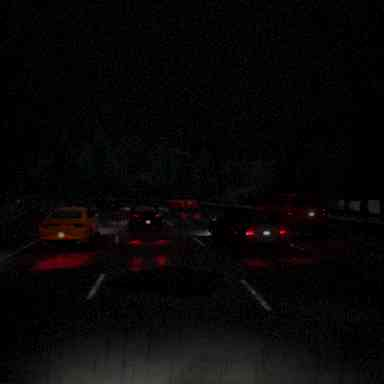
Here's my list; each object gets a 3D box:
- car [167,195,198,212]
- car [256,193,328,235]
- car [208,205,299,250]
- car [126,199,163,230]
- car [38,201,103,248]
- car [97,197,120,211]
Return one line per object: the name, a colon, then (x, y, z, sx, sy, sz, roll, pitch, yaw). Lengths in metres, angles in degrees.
car: (-1.103, 1.113, 35.515, 2.097, 1.767, 4.553, 0, 0, -24)
car: (4.865, 1.086, 17.708, 2.150, 2.045, 5.566, 0, 0, -12)
car: (2.105, 1.446, 13.857, 2.033, 1.411, 5.357, 0, 0, -10)
car: (-2.905, 1.397, 19.988, 1.812, 1.442, 4.674, 0, 0, -14)
car: (-5.195, 1.393, 14.477, 1.882, 1.535, 5.008, 0, 0, -11)
car: (-9.307, 1.254, 36.594, 1.882, 1.535, 5.008, 0, 0, -27)
